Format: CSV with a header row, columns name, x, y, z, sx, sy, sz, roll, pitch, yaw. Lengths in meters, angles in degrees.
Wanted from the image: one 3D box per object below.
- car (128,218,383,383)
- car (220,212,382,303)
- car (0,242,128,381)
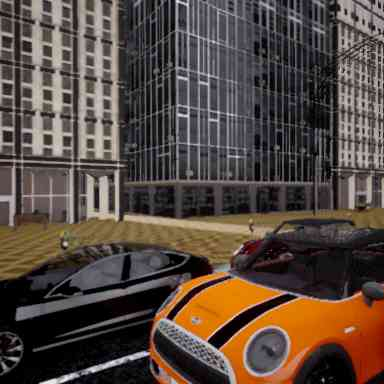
name,x,y,z,sx,sy,sz,roll,pitch,yaw
car,1.710,1.354,4.566,4.553,1.767,2.097,0,0,-35
car,2.931,1.443,8.655,4.097,1.590,1.967,0,0,-35
car,-1.570,1.567,5.446,4.313,1.339,1.947,0,0,-35
